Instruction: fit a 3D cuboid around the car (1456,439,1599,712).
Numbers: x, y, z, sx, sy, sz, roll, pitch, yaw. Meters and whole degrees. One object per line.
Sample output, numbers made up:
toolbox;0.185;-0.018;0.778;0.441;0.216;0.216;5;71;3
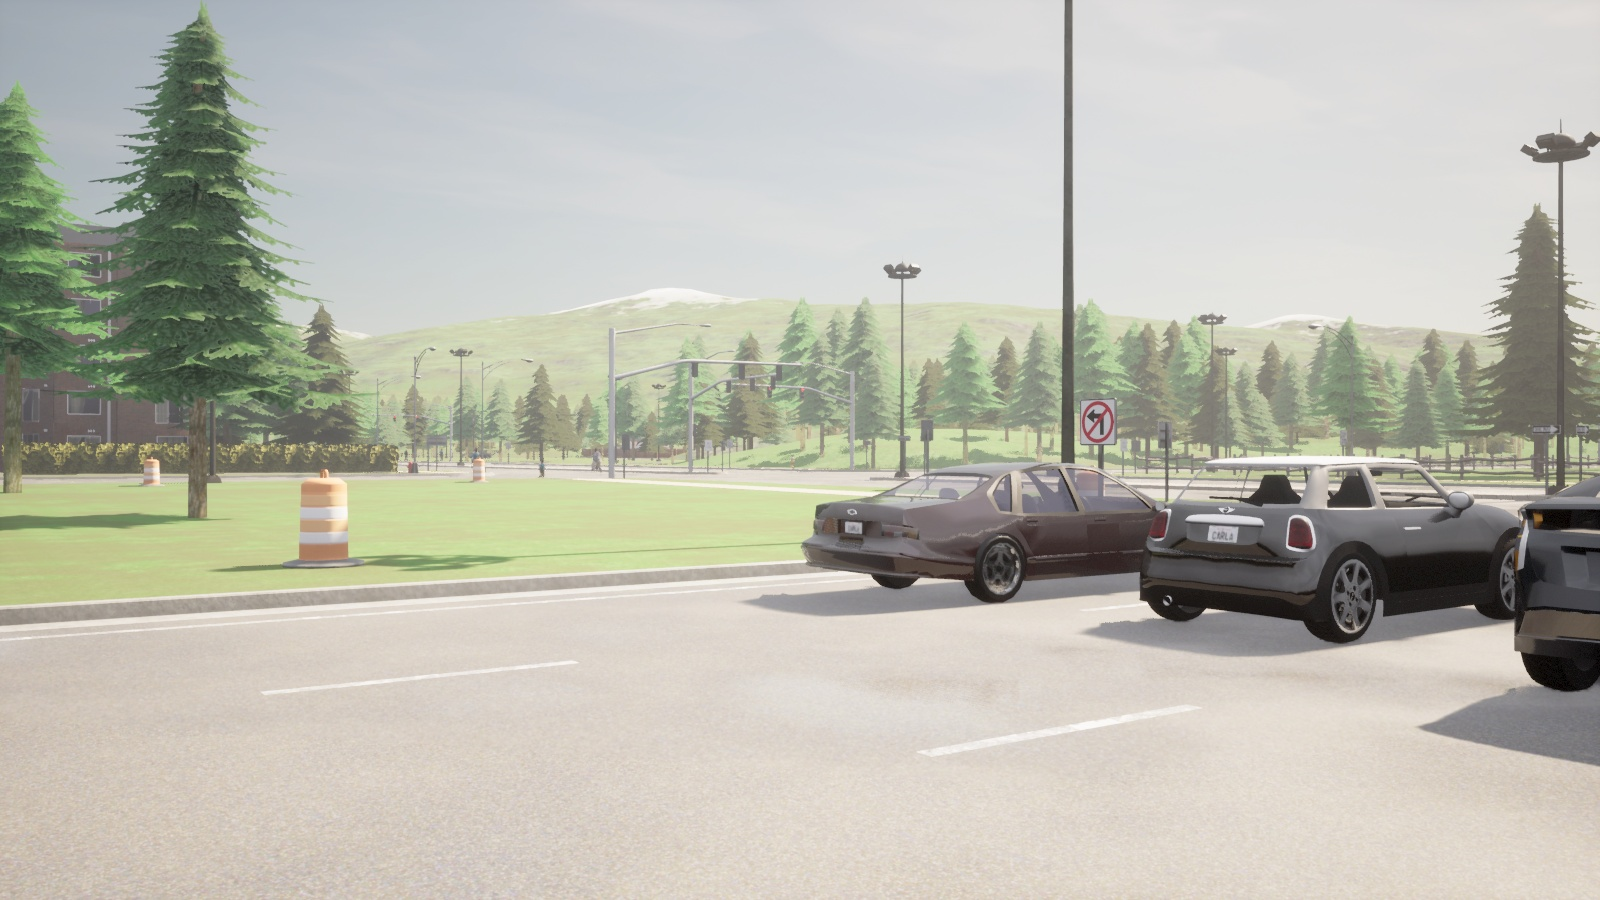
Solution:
car;6.432;0.698;8.136;4.514;1.525;2.007;0;0;-35

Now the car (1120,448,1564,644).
car;4.955;0.728;11.371;3.806;1.475;1.970;0;0;-35

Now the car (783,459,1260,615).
car;2.600;0.821;13.997;5.357;1.411;2.033;0;0;-35
